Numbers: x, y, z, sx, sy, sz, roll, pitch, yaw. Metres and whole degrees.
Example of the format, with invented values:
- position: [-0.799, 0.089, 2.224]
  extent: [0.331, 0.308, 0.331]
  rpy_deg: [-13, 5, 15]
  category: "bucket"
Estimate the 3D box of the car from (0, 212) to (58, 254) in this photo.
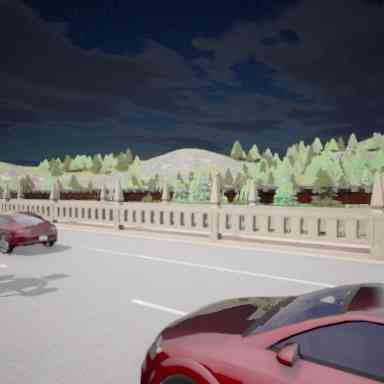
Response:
- position: [-7.315, 1.521, 13.510]
  extent: [4.674, 1.442, 1.812]
  rpy_deg: [0, 0, 36]
  category: "car"

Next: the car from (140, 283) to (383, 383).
- position: [1.531, 1.564, 2.894]
  extent: [4.181, 1.385, 1.994]
  rpy_deg: [0, 0, 36]
  category: "car"
